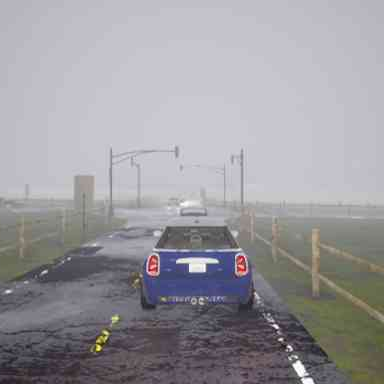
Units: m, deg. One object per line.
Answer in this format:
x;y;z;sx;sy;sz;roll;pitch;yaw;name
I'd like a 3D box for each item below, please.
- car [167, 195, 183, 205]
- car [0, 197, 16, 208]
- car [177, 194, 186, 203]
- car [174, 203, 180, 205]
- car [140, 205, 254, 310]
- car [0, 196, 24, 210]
-2.876;1.575;52.765;1.812;1.442;4.674;0;0;0;car
-23.958;1.225;39.923;4.718;1.301;1.895;1;0;1;car
-2.738;1.633;69.170;1.994;1.385;4.181;0;0;0;car
0.092;1.520;17.155;1.837;1.490;4.892;0;0;0;car
0.096;1.359;7.990;2.097;1.767;4.553;0;0;0;car
-21.052;1.138;36.272;5.008;1.535;1.882;1;0;0;car
